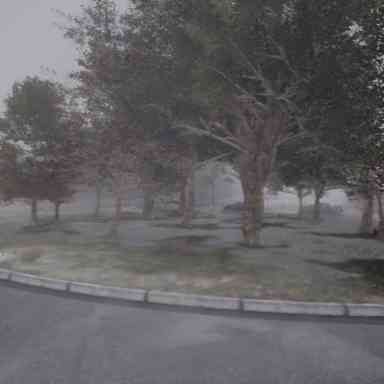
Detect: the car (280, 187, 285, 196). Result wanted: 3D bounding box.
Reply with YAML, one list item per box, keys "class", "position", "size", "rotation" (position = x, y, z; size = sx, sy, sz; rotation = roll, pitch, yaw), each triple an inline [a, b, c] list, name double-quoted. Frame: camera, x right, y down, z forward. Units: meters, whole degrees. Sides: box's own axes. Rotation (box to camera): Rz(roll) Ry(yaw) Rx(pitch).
- class: "car"
  position: [21.724, 0.335, 85.525]
  size: [1.946, 1.575, 5.366]
  rotation: [1, 3, 27]

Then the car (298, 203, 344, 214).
- class: "car"
  position: [16.331, 2.067, 42.397]
  size: [5.357, 1.411, 2.033]
  rotation: [1, 0, 35]

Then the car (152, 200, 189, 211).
- class: "car"
  position: [-2.916, 1.816, 45.221]
  size: [4.718, 1.301, 1.895]
  rotation: [1, 0, -17]

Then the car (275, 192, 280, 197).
- class: "car"
  position: [19.223, 0.590, 80.606]
  size: [1.946, 1.575, 5.366]
  rotation: [1, 3, 27]

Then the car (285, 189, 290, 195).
- class: "car"
  position: [24.355, -0.182, 90.685]
  size: [2.435, 2.045, 5.566]
  rotation: [1, 3, 27]

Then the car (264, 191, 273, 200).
- class: "car"
  position: [16.713, 0.848, 75.693]
  size: [1.946, 1.575, 5.366]
  rotation: [1, 3, 27]

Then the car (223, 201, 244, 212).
- class: "car"
  position: [6.299, 1.877, 42.878]
  size: [4.674, 1.442, 1.812]
  rotation: [1, 0, 8]

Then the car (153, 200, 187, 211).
- class: "car"
  position: [-2.823, 1.719, 41.823]
  size: [4.674, 1.442, 1.812]
  rotation: [1, -1, -19]
